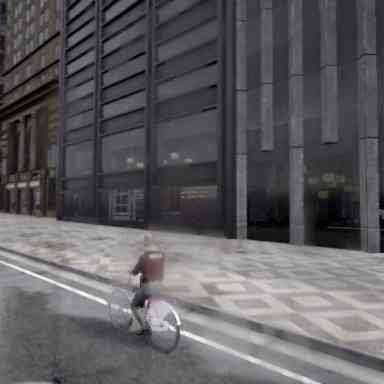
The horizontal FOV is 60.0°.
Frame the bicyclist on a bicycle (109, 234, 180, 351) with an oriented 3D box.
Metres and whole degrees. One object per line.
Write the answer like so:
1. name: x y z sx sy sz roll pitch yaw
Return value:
1. bicyclist on a bicycle: -0.857 1.569 5.527 1.843 1.776 0.659 -1 -3 43
